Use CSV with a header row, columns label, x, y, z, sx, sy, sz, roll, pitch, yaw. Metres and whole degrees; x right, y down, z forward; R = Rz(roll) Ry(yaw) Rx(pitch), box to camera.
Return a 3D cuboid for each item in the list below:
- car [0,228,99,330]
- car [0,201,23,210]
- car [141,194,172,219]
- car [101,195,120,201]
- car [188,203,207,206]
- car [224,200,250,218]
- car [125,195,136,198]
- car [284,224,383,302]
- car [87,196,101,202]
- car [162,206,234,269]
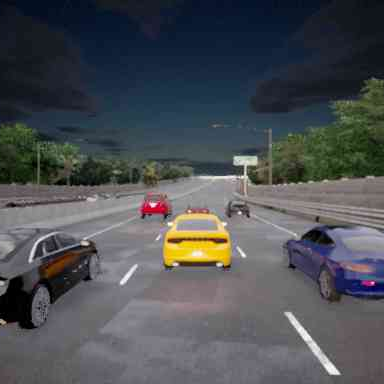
label,x,y,z,sx,sy,sz,roll,pitch,yaw
car,-3.368,1.480,6.856,2.128,1.511,4.902,0,0,0
car,-13.825,1.464,23.730,1.837,1.490,4.892,0,0,1
car,-3.008,1.179,28.929,2.150,2.045,5.566,0,0,1
car,-15.624,1.371,65.749,2.128,1.511,4.902,0,0,3
car,0.481,1.562,28.454,1.895,1.301,4.718,0,0,1
car,4.023,1.466,29.941,1.837,1.490,4.892,0,0,2
car,-12.128,1.392,65.595,1.812,1.442,4.674,0,0,3
car,3.642,1.515,8.107,1.812,1.442,4.674,0,0,0
car,-19.125,1.453,65.763,1.895,1.301,4.718,0,0,3
car,0.172,1.462,11.126,1.882,1.535,5.008,0,0,1
